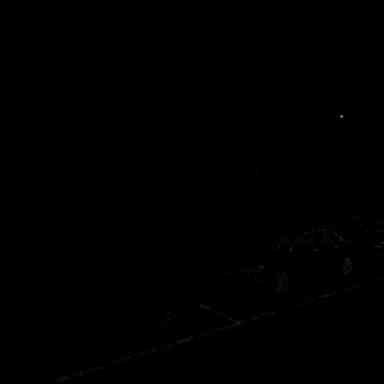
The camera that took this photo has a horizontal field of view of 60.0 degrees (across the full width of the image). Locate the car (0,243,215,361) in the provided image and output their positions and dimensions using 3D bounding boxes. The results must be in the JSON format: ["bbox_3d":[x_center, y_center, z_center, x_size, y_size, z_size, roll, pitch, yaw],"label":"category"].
[{"bbox_3d":[-1.965,1.565,5.266,4.313,1.339,1.947,0,-1,-36],"label":"car"}]

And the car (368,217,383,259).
[{"bbox_3d":[6.975,1.540,11.693,4.507,1.381,1.887,0,-1,-36],"label":"car"}]

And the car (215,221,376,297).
[{"bbox_3d":[2.504,1.548,8.479,4.403,1.369,2.008,0,-1,-36],"label":"car"}]
